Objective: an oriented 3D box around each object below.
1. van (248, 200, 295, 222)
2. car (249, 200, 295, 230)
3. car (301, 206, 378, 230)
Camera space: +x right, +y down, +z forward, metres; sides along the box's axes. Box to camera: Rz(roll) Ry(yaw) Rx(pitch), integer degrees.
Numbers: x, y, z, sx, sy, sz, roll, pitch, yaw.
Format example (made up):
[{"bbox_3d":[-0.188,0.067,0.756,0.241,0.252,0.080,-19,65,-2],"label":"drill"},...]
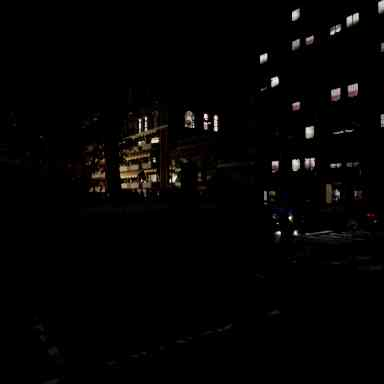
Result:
[{"bbox_3d":[7.136,1.643,30.187,1.690,1.788,3.998,-1,0,-36],"label":"van"},{"bbox_3d":[4.918,1.605,23.421,2.097,1.767,4.553,0,-1,-36],"label":"car"},{"bbox_3d":[9.800,1.673,22.457,2.128,1.511,4.902,0,-1,-40],"label":"car"}]
